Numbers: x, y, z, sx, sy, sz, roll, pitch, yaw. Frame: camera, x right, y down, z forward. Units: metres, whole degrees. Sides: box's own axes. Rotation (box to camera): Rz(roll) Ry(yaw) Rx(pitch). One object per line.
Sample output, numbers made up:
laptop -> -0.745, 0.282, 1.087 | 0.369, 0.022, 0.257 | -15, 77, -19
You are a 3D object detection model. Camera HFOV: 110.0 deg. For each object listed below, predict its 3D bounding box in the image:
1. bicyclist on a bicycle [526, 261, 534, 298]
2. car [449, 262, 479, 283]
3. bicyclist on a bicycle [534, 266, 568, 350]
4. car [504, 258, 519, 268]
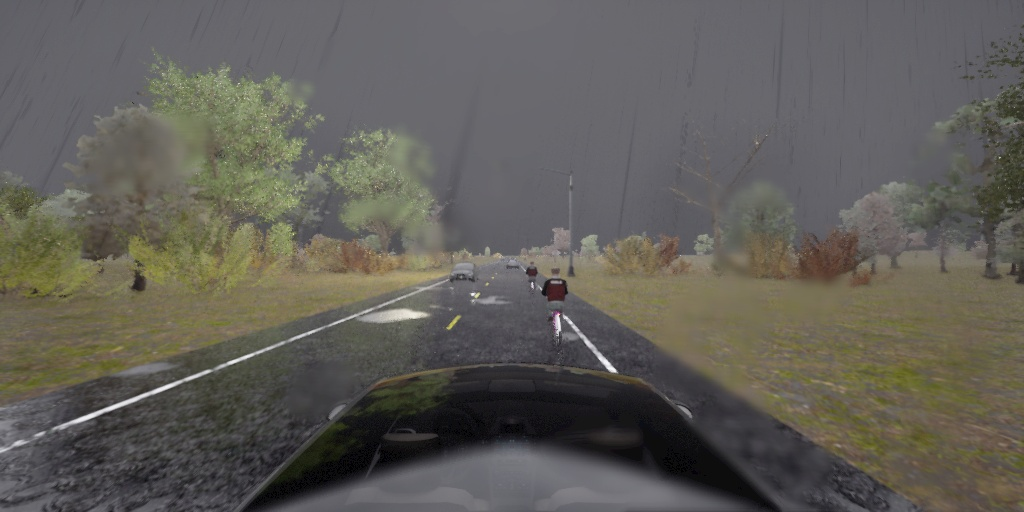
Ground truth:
bicyclist on a bicycle -> 0.963, 1.118, 17.366 | 0.659, 1.776, 1.843 | 0, 0, 0
car -> -3.598, 1.250, 27.694 | 1.837, 1.490, 4.892 | 0, 0, 0
bicyclist on a bicycle -> 0.963, 1.120, 8.158 | 0.659, 1.776, 1.843 | 0, 0, 0
car -> 0.102, 1.297, 58.157 | 1.994, 1.385, 4.181 | 0, 0, 0
